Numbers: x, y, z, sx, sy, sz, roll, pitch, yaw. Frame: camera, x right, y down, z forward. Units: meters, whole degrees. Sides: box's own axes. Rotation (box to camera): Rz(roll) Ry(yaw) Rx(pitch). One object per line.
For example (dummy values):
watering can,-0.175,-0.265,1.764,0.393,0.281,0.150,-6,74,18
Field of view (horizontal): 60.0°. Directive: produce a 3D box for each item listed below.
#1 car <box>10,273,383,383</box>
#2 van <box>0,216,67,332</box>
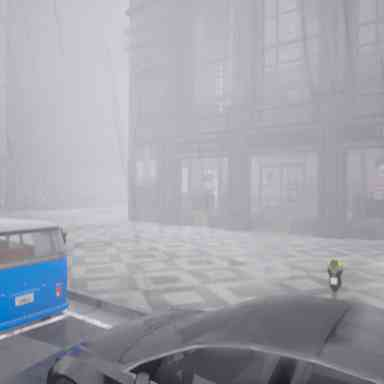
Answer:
car,0.672,1.561,2.594,4.313,1.339,1.947,0,1,36
van,-3.919,1.306,5.881,3.998,1.788,1.690,0,1,36
